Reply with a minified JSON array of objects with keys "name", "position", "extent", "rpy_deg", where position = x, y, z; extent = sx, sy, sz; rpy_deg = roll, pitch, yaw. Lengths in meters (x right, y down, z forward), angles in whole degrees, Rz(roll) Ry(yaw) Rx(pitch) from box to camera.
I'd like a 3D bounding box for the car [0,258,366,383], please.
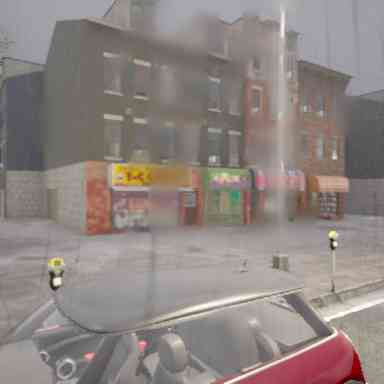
[{"name":"car","position":[-0.593,1.422,2.430],"extent":[4.097,1.590,1.967],"rpy_deg":[0,0,-33]}]
